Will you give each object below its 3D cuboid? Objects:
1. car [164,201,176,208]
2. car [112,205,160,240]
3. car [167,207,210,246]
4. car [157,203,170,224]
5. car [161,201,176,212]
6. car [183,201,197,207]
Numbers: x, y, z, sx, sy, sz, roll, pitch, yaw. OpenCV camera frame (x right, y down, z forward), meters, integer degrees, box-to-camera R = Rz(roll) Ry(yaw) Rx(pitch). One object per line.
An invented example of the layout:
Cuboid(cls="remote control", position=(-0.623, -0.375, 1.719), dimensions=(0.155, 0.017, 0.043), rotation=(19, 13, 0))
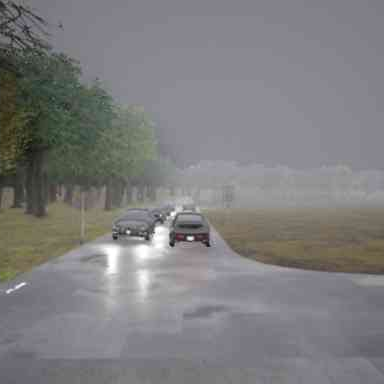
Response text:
Cuboid(cls="car", position=(-3.224, 1.922, 37.285), dimensions=(2.033, 1.411, 5.357), rotation=(2, -1, -1))
Cuboid(cls="car", position=(-3.021, 1.680, 18.144), dimensions=(1.837, 1.490, 4.892), rotation=(2, -1, -1))
Cuboid(cls="car", position=(-0.136, 1.750, 16.622), dimensions=(1.837, 1.490, 4.892), rotation=(0, -1, -2))
Cuboid(cls="car", position=(-3.121, 1.872, 27.537), dimensions=(1.895, 1.301, 4.718), rotation=(2, -1, -1))
Cuboid(cls="car", position=(-3.315, 2.008, 47.439), dimensions=(1.812, 1.442, 4.674), rotation=(2, -1, 0))
Cuboid(cls="car", position=(-0.403, 2.053, 47.434), dimensions=(2.128, 1.511, 4.902), rotation=(2, -1, -1))
